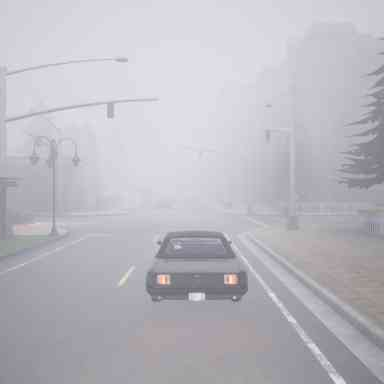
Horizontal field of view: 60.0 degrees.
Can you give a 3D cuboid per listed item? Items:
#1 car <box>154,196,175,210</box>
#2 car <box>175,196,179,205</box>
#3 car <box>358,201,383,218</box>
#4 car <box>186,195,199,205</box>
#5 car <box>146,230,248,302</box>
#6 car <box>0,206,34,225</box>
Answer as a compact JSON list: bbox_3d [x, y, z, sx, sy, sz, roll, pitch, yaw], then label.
[{"bbox_3d":[-3.606,1.526,42.705,1.812,1.442,4.674,0,0,1],"label":"car"},{"bbox_3d":[-3.594,1.601,54.853,1.895,1.301,4.718,0,0,0],"label":"car"},{"bbox_3d":[16.862,1.493,28.536,5.008,1.535,1.882,0,0,-2],"label":"car"},{"bbox_3d":[0.083,1.351,58.656,2.097,1.767,4.553,0,0,0],"label":"car"},{"bbox_3d":[0.067,1.601,8.220,1.895,1.301,4.718,0,0,-1],"label":"car"},{"bbox_3d":[-13.292,1.545,23.035,4.181,1.385,1.994,0,0,-4],"label":"car"}]
